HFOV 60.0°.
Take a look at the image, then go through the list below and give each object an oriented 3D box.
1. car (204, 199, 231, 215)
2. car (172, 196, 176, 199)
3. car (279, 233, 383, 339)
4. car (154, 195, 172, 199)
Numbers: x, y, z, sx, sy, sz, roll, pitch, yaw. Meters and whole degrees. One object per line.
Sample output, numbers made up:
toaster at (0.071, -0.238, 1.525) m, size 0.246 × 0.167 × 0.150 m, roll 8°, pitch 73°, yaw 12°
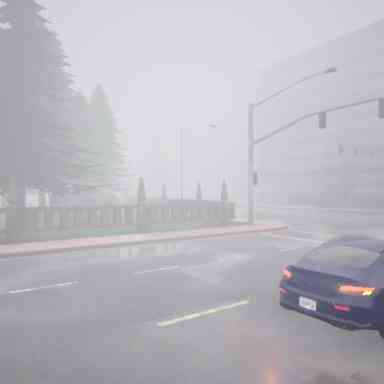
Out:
car at (2.175, 1.420, 33.246) m, size 1.882 × 1.535 × 5.008 m, roll 0°, pitch 0°, yaw -32°
car at (-4.859, 1.542, 69.391) m, size 1.895 × 1.301 × 4.718 m, roll 0°, pitch 0°, yaw 14°
car at (3.638, 1.525, 6.363) m, size 4.674 × 1.442 × 1.812 m, roll 0°, pitch 0°, yaw -35°
car at (-4.676, 1.295, 48.443) m, size 2.097 × 1.767 × 4.553 m, roll 0°, pitch 0°, yaw -13°
